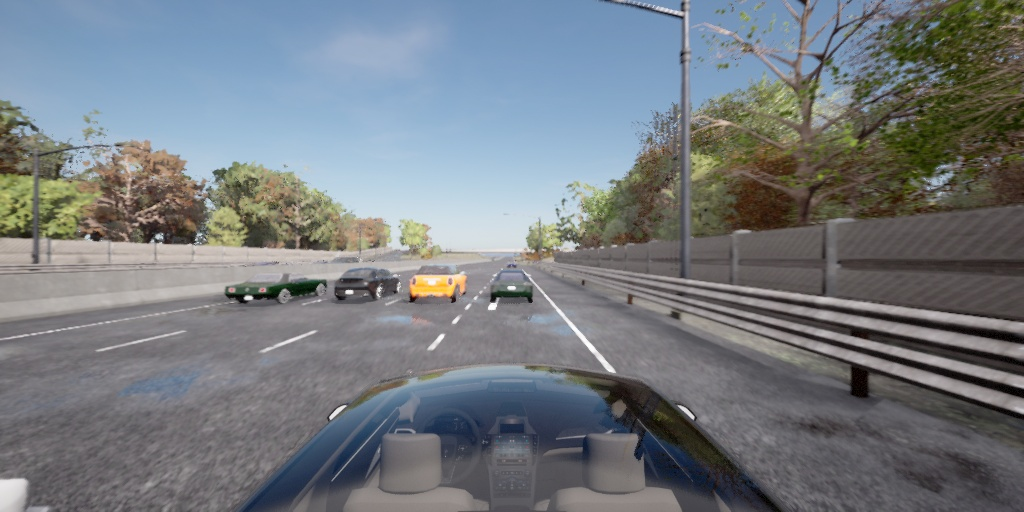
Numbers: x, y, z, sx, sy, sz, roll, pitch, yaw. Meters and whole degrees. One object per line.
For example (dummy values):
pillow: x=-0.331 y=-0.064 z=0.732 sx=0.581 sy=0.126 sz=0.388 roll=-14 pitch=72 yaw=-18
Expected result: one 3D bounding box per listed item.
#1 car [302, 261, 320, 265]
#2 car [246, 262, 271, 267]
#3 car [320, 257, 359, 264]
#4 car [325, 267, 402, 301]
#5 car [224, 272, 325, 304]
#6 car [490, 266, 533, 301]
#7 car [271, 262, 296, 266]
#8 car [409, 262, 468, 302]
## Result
car: x=-24.582 y=1.409 z=46.308 sx=1.812 sy=1.442 sz=4.674 roll=0 pitch=0 yaw=1
car: x=-31.572 y=1.420 z=45.784 sx=2.033 sy=1.411 sz=5.357 roll=0 pitch=0 yaw=1
car: x=-21.097 y=1.101 z=44.766 sx=2.150 sy=2.045 sz=5.566 roll=0 pitch=0 yaw=0
car: x=-6.914 y=1.294 z=17.661 sx=1.837 sy=1.490 sz=4.892 roll=0 pitch=0 yaw=0
car: x=-10.410 y=1.382 z=16.391 sx=1.895 sy=1.301 sz=4.718 roll=0 pitch=0 yaw=0
car: x=-0.014 y=1.362 z=17.582 sx=1.994 sy=1.385 sz=4.181 roll=0 pitch=0 yaw=0
car: x=-28.080 y=1.478 z=45.965 sx=1.895 sy=1.301 sz=4.718 roll=0 pitch=0 yaw=1
car: x=-3.414 y=1.145 z=17.392 sx=2.097 sy=1.767 sz=4.553 roll=0 pitch=0 yaw=0
